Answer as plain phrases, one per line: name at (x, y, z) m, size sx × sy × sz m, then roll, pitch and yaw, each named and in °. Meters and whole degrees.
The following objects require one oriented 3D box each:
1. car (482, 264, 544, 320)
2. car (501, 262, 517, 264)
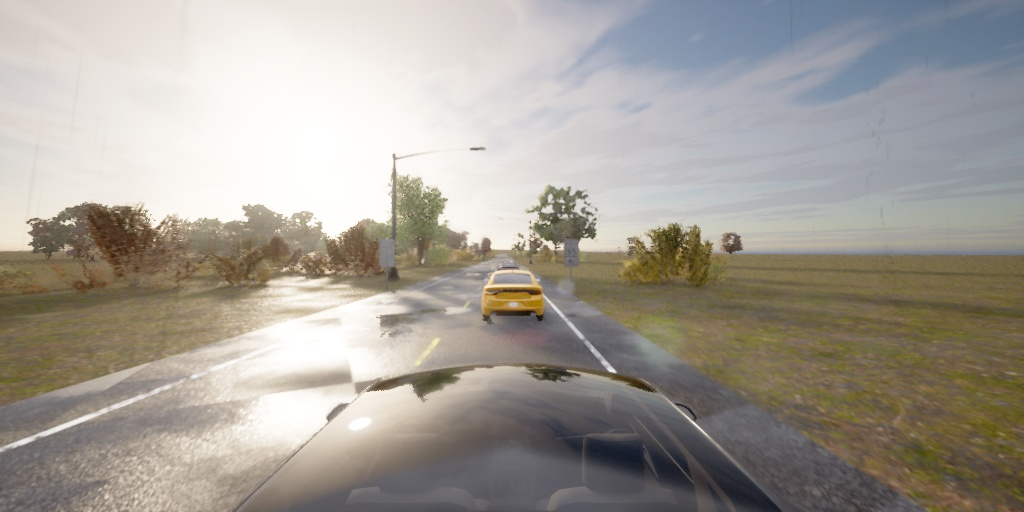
car at (0.013, 1.225, 12.666) m, size 1.882 × 1.535 × 5.008 m, roll 0°, pitch 0°, yaw -1°
car at (-0.280, 1.228, 30.775) m, size 2.128 × 1.511 × 4.902 m, roll 0°, pitch 0°, yaw -1°
